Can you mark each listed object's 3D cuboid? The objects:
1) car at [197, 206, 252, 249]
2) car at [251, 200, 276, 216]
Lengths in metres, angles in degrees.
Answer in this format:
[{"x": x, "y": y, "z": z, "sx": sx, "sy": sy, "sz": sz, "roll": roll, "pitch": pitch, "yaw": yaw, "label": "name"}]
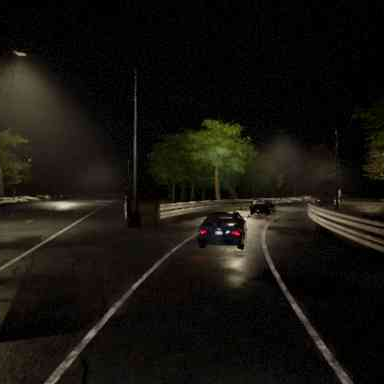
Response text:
[{"x": 1.472, "y": 1.558, "z": 14.741, "sx": 2.033, "sy": 1.411, "sz": 5.357, "roll": 0, "pitch": 0, "yaw": 11, "label": "car"}, {"x": 7.065, "y": 1.525, "z": 32.888, "sx": 2.128, "sy": 1.511, "sz": 4.902, "roll": 0, "pitch": 0, "yaw": 24, "label": "car"}]
